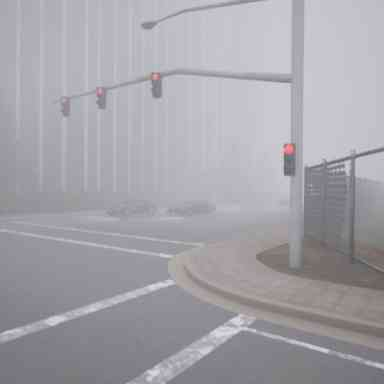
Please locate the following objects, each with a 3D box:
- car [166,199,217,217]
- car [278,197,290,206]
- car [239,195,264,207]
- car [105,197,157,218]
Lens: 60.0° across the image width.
[{"bbox_3d":[0.086,1.317,28.561,2.033,1.411,5.357,1,0,36],"label":"car"},{"bbox_3d":[14.086,1.368,47.948,1.895,1.301,4.718,1,0,36],"label":"car"},{"bbox_3d":[8.211,1.223,45.827,2.128,1.511,4.902,1,0,36],"label":"car"},{"bbox_3d":[-4.927,1.239,27.581,1.837,1.490,4.892,1,1,36],"label":"car"}]
